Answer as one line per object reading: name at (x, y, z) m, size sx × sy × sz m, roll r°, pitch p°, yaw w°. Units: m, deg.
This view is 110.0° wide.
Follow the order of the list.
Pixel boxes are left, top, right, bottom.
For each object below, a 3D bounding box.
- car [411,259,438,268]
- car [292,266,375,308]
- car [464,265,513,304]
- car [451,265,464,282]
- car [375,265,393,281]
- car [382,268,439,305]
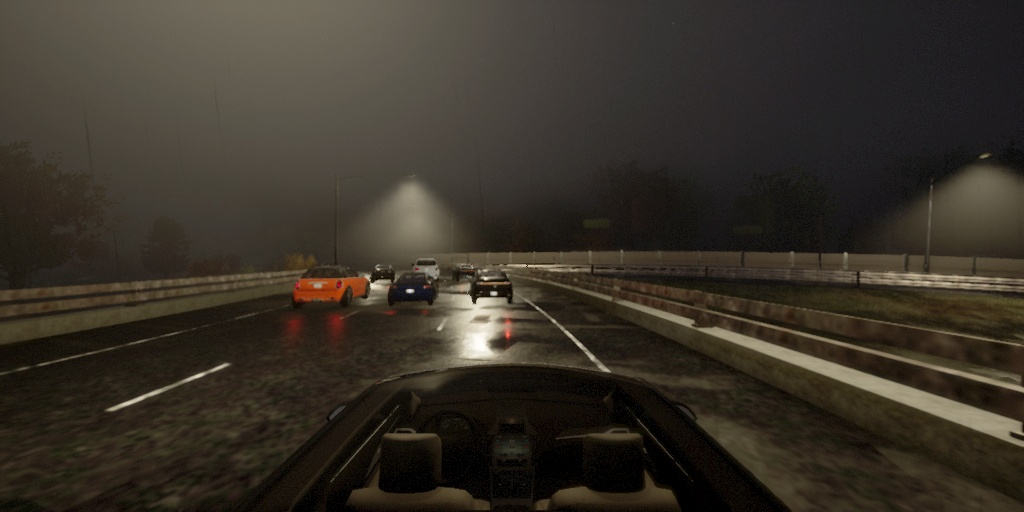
car at (-7.776, 1.255, 32.169) m, size 2.150 × 2.045 × 5.566 m, roll 0°, pitch 0°, yaw -16°
car at (-8.003, 1.240, 16.346) m, size 2.097 × 1.767 × 4.553 m, roll 0°, pitch -1°, yaw -8°
car at (-1.101, 1.391, 17.502) m, size 2.128 × 1.511 × 4.902 m, roll 0°, pitch 0°, yaw -8°
car at (-4.491, 1.541, 33.377) m, size 2.128 × 1.511 × 4.902 m, roll 0°, pitch 0°, yaw -16°
car at (-11.223, 1.526, 31.457) m, size 2.128 × 1.511 × 4.902 m, roll 0°, pitch 0°, yaw -16°
car at (-4.573, 1.460, 17.049) m, size 1.994 × 1.385 × 4.181 m, roll 0°, pitch -1°, yaw -8°
